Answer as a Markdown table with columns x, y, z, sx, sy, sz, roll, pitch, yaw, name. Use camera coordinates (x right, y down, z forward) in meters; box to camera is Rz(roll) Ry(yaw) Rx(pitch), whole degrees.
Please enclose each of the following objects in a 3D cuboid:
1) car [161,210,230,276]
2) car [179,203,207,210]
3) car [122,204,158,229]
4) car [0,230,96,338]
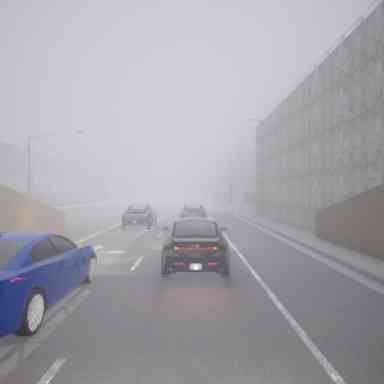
| x | y | z | sx | sy | sz | roll | pitch | yaw | name |
| --- | --- | --- | --- | --- | --- | --- | --- | --- | --- |
| 0.094 | 1.544 | 10.441 | 1.837 | 1.490 | 4.892 | 0 | 0 | 0 | car |
| 0.084 | 1.578 | 24.274 | 2.128 | 1.511 | 4.902 | 0 | 0 | 0 | car |
| -3.415 | 1.571 | 22.264 | 2.128 | 1.511 | 4.902 | 0 | 0 | 0 | car |
| -3.404 | 1.502 | 6.685 | 1.882 | 1.535 | 5.008 | 0 | -1 | 0 | car |
